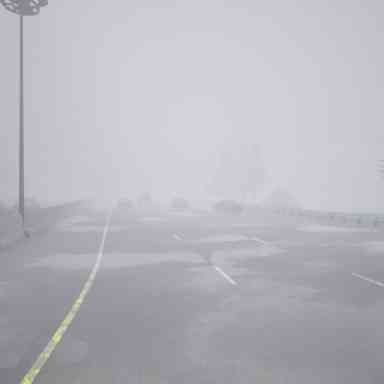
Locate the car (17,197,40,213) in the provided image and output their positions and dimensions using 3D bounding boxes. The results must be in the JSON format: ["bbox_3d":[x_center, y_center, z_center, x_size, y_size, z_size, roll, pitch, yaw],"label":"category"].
[{"bbox_3d":[-17.758,1.336,35.428,2.097,1.767,4.553,0,0,-13],"label":"car"}]

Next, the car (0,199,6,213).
[{"bbox_3d":[-21.001,1.532,33.898,2.033,1.411,5.357,0,0,-13],"label":"car"}]

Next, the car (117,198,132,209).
[{"bbox_3d":[-9.373,1.526,46.249,2.033,1.411,5.357,0,0,-13],"label":"car"}]

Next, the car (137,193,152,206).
[{"bbox_3d":[-8.016,1.193,55.854,2.150,2.045,5.566,0,0,-13],"label":"car"}]

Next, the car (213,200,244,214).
[{"bbox_3d":[3.805,1.531,35.512,2.033,1.411,5.357,0,0,-13],"label":"car"}]

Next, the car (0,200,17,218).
[{"bbox_3d":[-15.570,1.514,26.072,1.812,1.442,4.674,0,0,-13],"label":"car"}]

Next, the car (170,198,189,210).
[{"bbox_3d":[-1.712,1.527,43.784,2.033,1.411,5.357,0,0,-12],"label":"car"}]
